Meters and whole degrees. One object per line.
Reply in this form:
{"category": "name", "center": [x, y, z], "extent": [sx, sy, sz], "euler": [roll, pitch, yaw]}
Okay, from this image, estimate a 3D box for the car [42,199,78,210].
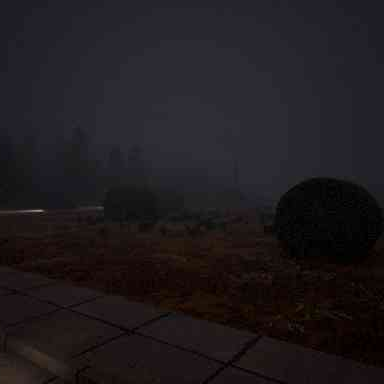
{"category": "car", "center": [-16.737, 1.555, 42.309], "extent": [1.994, 1.385, 4.181], "euler": [0, 0, 37]}
